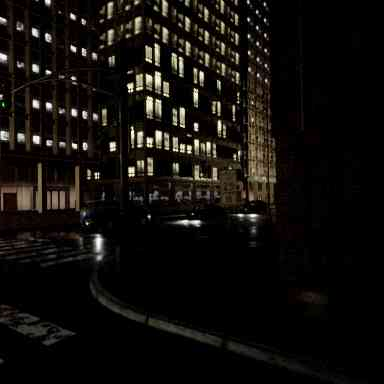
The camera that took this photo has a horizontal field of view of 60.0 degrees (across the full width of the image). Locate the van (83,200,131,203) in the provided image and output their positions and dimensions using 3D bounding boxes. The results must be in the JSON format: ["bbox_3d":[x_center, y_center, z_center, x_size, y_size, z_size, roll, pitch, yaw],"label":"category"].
[{"bbox_3d":[-5.988,1.460,23.505,1.690,1.788,3.998,-2,-1,36],"label":"van"}]

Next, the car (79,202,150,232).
[{"bbox_3d":[-4.646,1.571,20.970,1.837,1.490,4.892,-1,-1,33],"label":"car"}]

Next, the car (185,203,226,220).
[{"bbox_3d":[1.216,1.649,29.072,1.994,1.385,4.181,-1,-1,36],"label":"car"}]

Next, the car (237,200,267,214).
[{"bbox_3d":[7.115,1.632,37.259,1.812,1.442,4.674,-1,-1,36],"label":"car"}]
